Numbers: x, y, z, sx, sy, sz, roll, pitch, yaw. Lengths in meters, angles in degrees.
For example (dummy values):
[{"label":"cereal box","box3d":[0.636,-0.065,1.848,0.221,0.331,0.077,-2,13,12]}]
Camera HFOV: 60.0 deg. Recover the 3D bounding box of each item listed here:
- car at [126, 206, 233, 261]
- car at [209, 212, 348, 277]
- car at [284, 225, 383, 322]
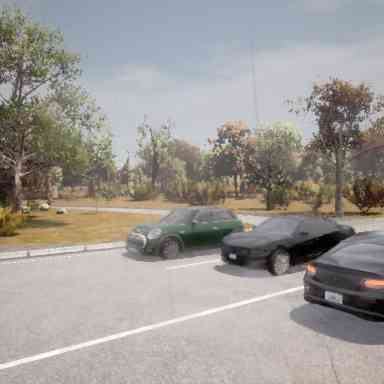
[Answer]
[{"label":"car","box3d":[-0.131,1.352,12.452,4.553,1.767,2.097,0,0,-35]},{"label":"car","box3d":[3.153,1.477,10.485,5.008,1.535,1.882,0,0,-35]},{"label":"car","box3d":[4.137,1.526,6.697,4.674,1.442,1.812,0,0,-36]}]
